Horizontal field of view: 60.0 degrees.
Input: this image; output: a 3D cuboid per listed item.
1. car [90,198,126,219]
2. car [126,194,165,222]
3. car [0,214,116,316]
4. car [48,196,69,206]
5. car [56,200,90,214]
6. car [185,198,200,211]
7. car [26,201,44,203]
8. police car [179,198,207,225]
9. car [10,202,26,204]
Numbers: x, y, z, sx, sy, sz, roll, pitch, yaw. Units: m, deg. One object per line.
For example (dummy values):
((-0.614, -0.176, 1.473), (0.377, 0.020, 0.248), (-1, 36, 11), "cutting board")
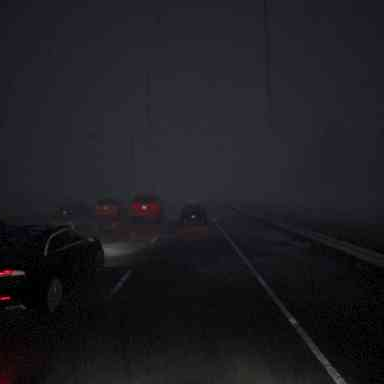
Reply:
((-6.899, 1.321, 28.768), (2.097, 1.767, 4.553), (0, 0, 0), "car")
((-3.399, 1.193, 26.386), (2.150, 2.045, 5.566), (0, 0, 0), "car")
((-3.400, 1.484, 7.452), (2.128, 1.511, 4.902), (0, 0, 0), "car")
((-21.648, 1.446, 54.093), (1.837, 1.490, 4.892), (0, 0, -4), "car")
((-10.400, 1.494, 29.470), (1.812, 1.442, 4.674), (0, 0, 0), "car")
((0.053, 1.481, 40.975), (1.812, 1.442, 4.674), (0, 0, -1), "car")
((-25.277, 1.419, 55.631), (1.882, 1.535, 5.008), (0, 0, -4), "car")
((0.100, 1.399, 24.198), (1.930, 1.638, 5.238), (0, 0, 0), "police car")
((-28.719, 1.435, 54.921), (2.128, 1.511, 4.902), (0, 0, -4), "car")
